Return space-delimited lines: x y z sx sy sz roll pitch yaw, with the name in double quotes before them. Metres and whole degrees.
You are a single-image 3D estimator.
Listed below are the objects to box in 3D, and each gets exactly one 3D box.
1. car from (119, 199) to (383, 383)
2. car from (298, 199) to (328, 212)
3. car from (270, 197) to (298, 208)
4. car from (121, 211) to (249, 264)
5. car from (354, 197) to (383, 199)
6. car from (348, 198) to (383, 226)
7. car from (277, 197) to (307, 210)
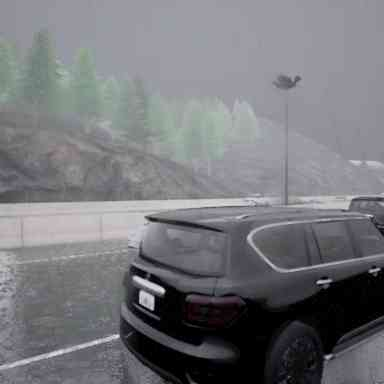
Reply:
"car" 1.669 1.229 5.101 5.566 2.045 2.150 0 0 -37
"car" 15.004 1.617 41.119 1.994 1.385 4.181 0 0 43
"car" 13.952 1.562 50.410 2.128 1.511 4.902 0 0 41
"car" -0.140 1.548 12.556 4.674 1.442 1.812 0 0 -38
"car" 9.284 1.238 15.761 5.566 2.045 2.150 0 0 -41
"car" 13.407 1.379 24.260 4.553 1.767 2.097 0 0 -43
"car" 13.520 1.539 44.678 1.882 1.535 5.008 0 0 42
